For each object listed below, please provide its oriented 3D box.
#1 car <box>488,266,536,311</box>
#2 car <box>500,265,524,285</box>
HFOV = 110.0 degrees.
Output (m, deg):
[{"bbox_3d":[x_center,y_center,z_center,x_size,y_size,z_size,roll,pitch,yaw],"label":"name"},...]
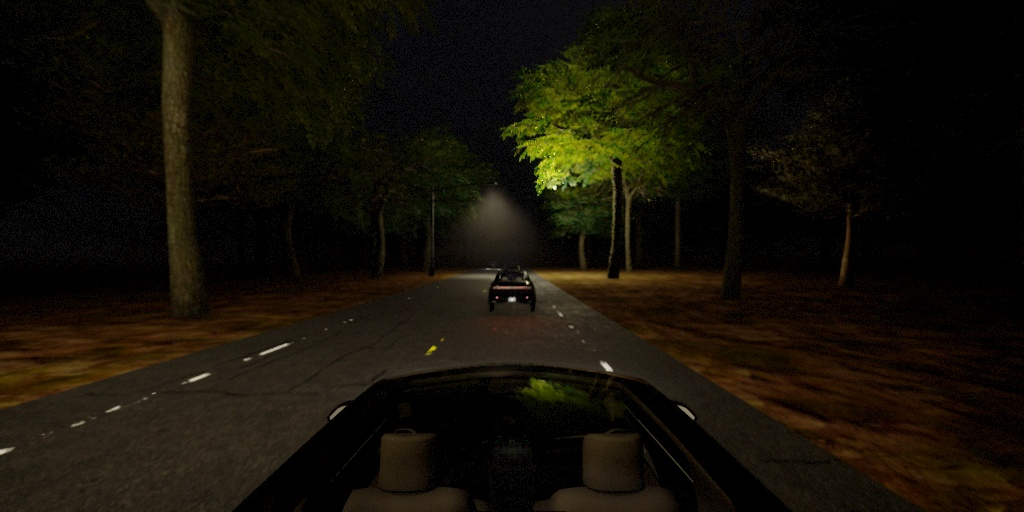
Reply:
[{"bbox_3d":[0.020,1.382,15.348,2.128,1.511,4.902,0,0,0],"label":"car"},{"bbox_3d":[0.019,1.538,30.337,1.837,1.490,4.892,0,0,0],"label":"car"}]
